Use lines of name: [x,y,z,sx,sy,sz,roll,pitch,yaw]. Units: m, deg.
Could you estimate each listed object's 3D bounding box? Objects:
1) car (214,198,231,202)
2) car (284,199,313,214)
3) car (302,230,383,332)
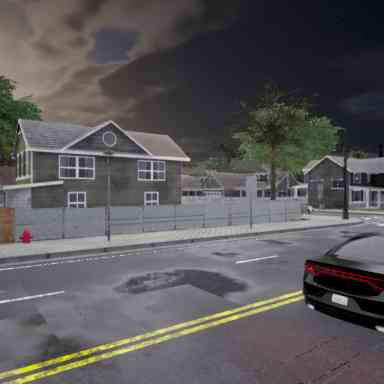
car: [4.232,1.525,43.297,1.882,1.535,5.008,0,0,-35]
car: [10.287,1.521,34.744,2.128,1.511,4.902,0,0,-35]
car: [4.257,1.477,6.478,5.008,1.535,1.882,0,0,-35]
